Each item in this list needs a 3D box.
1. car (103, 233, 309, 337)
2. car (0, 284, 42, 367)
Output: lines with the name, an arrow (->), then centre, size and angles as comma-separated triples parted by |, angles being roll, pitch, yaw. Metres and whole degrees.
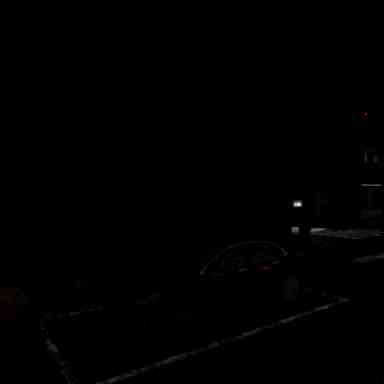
car -> 0.482, 1.548, 6.531 | 4.403, 1.369, 2.008 | 0, 0, -35
car -> -4.150, 1.526, 3.228 | 4.829, 1.417, 1.752 | 0, 0, -35
